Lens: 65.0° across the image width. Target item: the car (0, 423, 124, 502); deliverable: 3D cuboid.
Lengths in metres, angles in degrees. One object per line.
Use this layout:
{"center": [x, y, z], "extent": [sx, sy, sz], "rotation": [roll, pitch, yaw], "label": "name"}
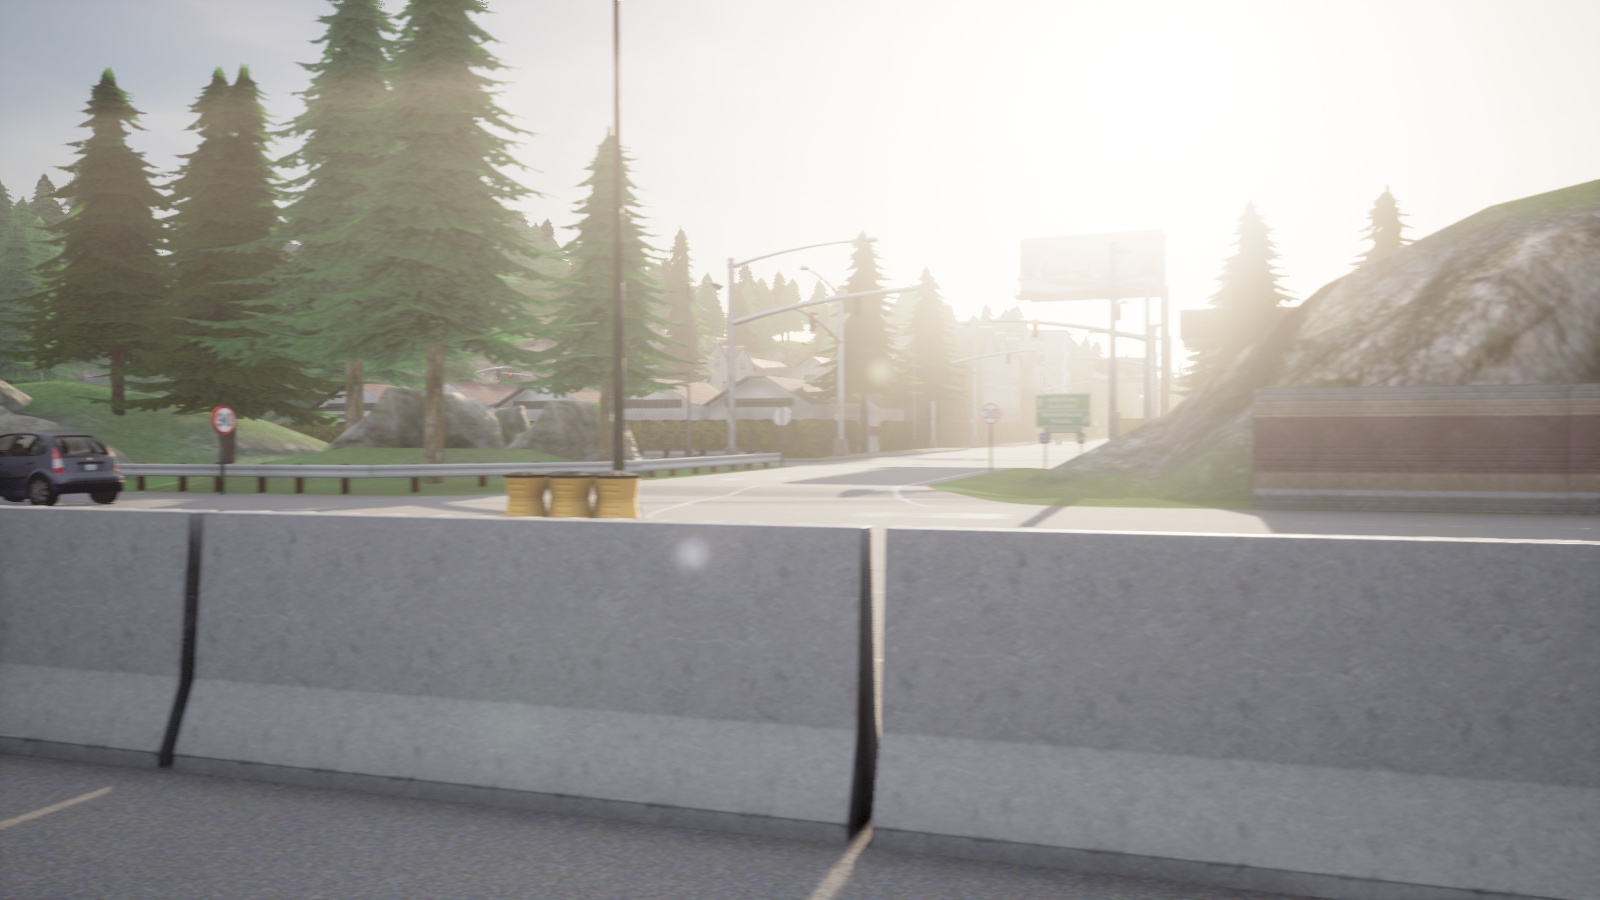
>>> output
{"center": [-16.994, 0.222, 27.329], "extent": [3.988, 1.617, 1.851], "rotation": [1, 1, 20], "label": "car"}
